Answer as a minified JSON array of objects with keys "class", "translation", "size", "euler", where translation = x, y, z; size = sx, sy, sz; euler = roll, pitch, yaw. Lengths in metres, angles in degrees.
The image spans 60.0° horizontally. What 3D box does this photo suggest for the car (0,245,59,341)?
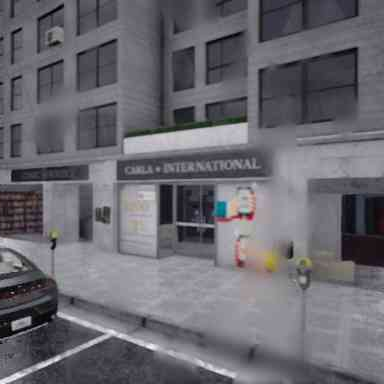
[{"class":"car","translation":[-4.150,1.620,5.905],"size":[4.403,1.369,2.008],"euler":[-1,0,35]}]
